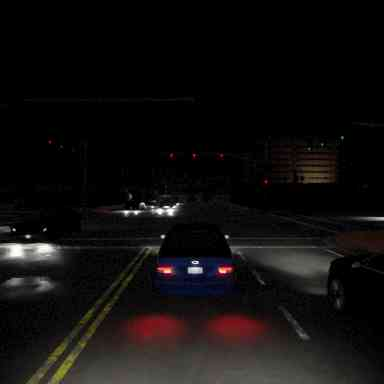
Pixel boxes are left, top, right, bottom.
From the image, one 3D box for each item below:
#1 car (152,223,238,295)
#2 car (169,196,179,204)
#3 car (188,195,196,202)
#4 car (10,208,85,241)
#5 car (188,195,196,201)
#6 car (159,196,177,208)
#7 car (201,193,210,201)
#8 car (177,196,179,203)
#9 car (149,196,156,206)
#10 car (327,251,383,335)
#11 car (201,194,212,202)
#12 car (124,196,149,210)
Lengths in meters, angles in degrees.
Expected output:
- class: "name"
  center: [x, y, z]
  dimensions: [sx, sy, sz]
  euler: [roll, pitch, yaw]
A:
- class: "car"
  center: [0.074, 1.547, 8.882]
  dimensions: [2.033, 1.411, 5.357]
  euler: [0, 0, 0]
- class: "car"
  center: [-3.586, 1.505, 66.939]
  dimensions: [1.837, 1.490, 4.892]
  euler: [0, 0, 0]
- class: "car"
  center: [-0.072, 1.531, 74.382]
  dimensions: [2.033, 1.411, 5.357]
  euler: [0, 0, 0]
- class: "car"
  center: [-7.116, 1.547, 17.097]
  dimensions: [2.033, 1.411, 5.357]
  euler: [0, 0, 0]
- class: "car"
  center: [-0.082, 1.425, 84.656]
  dimensions: [1.994, 1.385, 4.181]
  euler: [0, 0, 0]
- class: "car"
  center: [-3.645, 1.601, 47.576]
  dimensions: [1.895, 1.301, 4.718]
  euler: [0, 0, 0]
- class: "car"
  center: [3.418, 1.228, 84.631]
  dimensions: [2.097, 1.767, 4.553]
  euler: [0, 0, 0]
- class: "car"
  center: [-3.639, 1.491, 56.893]
  dimensions: [2.128, 1.511, 4.902]
  euler: [0, 0, 0]
- class: "car"
  center: [-7.139, 1.505, 56.093]
  dimensions: [1.837, 1.490, 4.892]
  euler: [0, 0, 0]
- class: "car"
  center: [3.558, 1.491, 4.640]
  dimensions: [2.128, 1.511, 4.902]
  euler: [0, 0, 0]
- class: "car"
  center: [3.428, 1.344, 74.675]
  dimensions: [2.097, 1.767, 4.553]
  euler: [0, 0, 0]
- class: "car"
  center: [-7.182, 1.547, 42.326]
  dimensions: [2.033, 1.411, 5.357]
  euler: [0, 0, 2]
